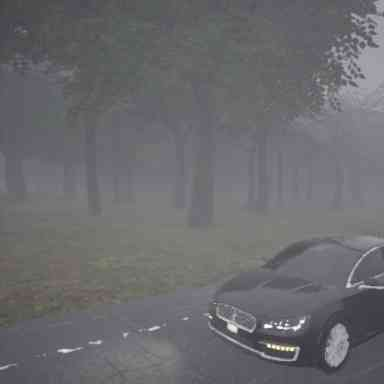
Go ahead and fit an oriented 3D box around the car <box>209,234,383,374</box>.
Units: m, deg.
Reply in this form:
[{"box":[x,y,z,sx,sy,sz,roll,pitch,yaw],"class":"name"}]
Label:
[{"box":[2.509,1.559,5.784,4.892,1.490,1.837,1,0,-36],"class":"car"}]
